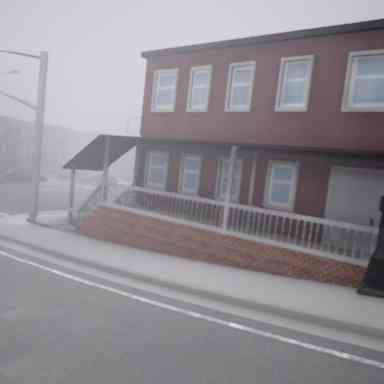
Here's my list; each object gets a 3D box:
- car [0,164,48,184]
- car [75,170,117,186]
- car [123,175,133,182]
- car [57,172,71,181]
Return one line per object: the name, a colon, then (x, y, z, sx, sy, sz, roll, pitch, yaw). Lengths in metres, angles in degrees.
car: (-16.774, -1.567, 31.980, 2.033, 1.411, 5.357, 10, 6, 37)
car: (-11.143, -1.603, 39.794, 1.837, 1.490, 4.892, 9, 5, 35)
car: (-7.873, -2.025, 50.275, 2.033, 1.411, 5.357, 9, 5, 35)
car: (-14.071, -2.033, 41.681, 2.033, 1.411, 5.357, 9, 5, 35)
